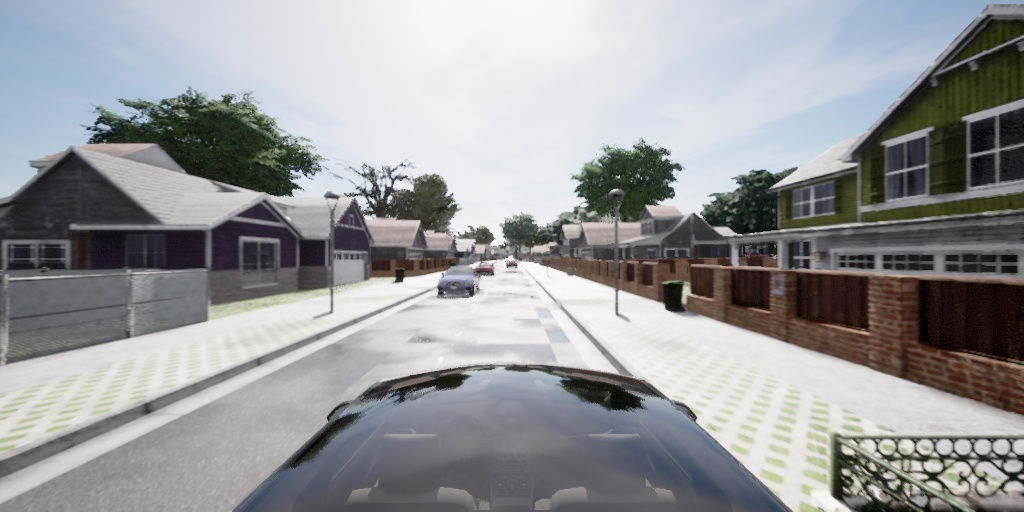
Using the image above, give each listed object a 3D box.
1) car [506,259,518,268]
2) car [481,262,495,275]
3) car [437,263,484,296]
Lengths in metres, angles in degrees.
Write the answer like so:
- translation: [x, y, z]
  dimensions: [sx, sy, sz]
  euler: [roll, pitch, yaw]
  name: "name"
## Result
- translation: [-0.011, 1.271, 58.363]
  dimensions: [1.895, 1.301, 4.718]
  euler: [0, 0, 0]
  name: "car"
- translation: [-2.758, 1.333, 37.767]
  dimensions: [1.895, 1.301, 4.718]
  euler: [0, 0, 0]
  name: "car"
- translation: [-2.785, 1.275, 19.552]
  dimensions: [1.812, 1.442, 4.674]
  euler: [0, 0, 0]
  name: "car"
